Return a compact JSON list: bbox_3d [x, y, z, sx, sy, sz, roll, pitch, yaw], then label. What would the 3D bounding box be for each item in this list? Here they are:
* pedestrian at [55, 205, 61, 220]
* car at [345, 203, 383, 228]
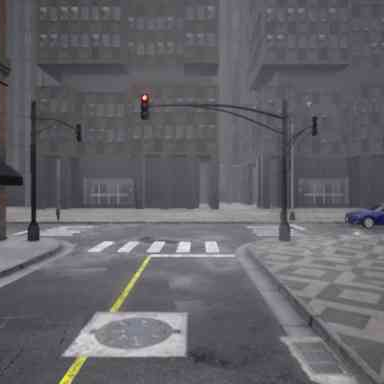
[{"bbox_3d":[-9.826,1.520,24.453,0.500,1.100,0.500,0,0,1],"label":"pedestrian"},{"bbox_3d":[12.383,1.447,21.161,5.008,1.535,1.882,0,0,1],"label":"car"}]
